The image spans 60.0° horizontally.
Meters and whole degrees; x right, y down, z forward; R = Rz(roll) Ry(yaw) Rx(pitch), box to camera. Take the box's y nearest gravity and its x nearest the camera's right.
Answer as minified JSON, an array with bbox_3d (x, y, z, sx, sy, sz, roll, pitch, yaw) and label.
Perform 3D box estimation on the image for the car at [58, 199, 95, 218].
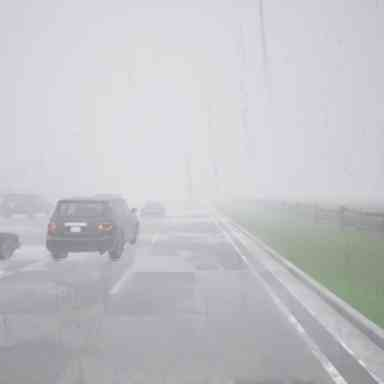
[{"bbox_3d":[-10.409,1.435,30.342,1.812,1.442,4.674,0,0,0],"label":"car"}]

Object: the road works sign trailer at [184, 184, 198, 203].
[{"bbox_3d":[-0.019,0.283,61.539,2.380,3.560,2.880,0,0,0],"label":"road works sign trailer"}]

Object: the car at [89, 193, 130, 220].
[{"bbox_3d":[-6.908,1.137,28.463,2.150,2.045,5.566,0,0,0],"label":"car"}]

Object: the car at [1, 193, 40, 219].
[{"bbox_3d":[-13.909,1.136,28.412,2.150,2.045,5.566,0,0,0],"label":"car"}]

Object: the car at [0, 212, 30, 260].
[{"bbox_3d":[-6.903,1.519,9.199,2.033,1.411,5.357,0,0,0],"label":"car"}]

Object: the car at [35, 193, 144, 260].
[{"bbox_3d":[-3.404,1.184,12.409,2.150,2.045,5.566,0,0,0],"label":"car"}]

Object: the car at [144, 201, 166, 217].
[{"bbox_3d":[-3.408,1.475,29.861,1.994,1.385,4.181,0,0,0],"label":"car"}]
